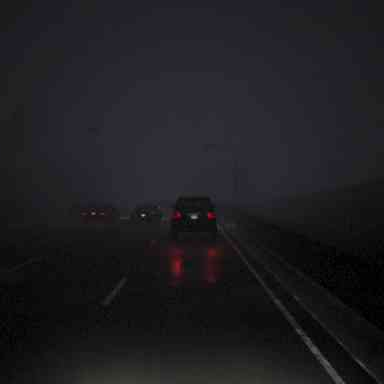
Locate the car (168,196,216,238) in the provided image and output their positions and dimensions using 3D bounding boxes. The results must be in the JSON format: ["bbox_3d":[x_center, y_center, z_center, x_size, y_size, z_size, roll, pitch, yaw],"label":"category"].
[{"bbox_3d":[0.096,1.242,17.819,2.150,2.045,5.566,0,0,0],"label":"car"}]

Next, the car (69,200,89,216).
[{"bbox_3d":[-10.403,1.516,32.667,1.882,1.535,5.008,0,0,0],"label":"car"}]

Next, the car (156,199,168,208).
[{"bbox_3d":[-3.404,1.654,45.848,1.895,1.301,4.718,0,0,0],"label":"car"}]

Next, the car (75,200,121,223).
[{"bbox_3d":[-6.901,1.578,25.747,2.033,1.411,5.357,0,0,0],"label":"car"}]

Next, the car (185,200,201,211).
[{"bbox_3d":[0.098,1.649,41.810,1.895,1.301,4.718,0,0,0],"label":"car"}]

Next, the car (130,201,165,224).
[{"bbox_3d":[-3.401,1.593,25.245,1.994,1.385,4.181,0,0,0],"label":"car"}]

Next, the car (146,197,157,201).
[{"bbox_3d":[-6.903,1.632,58.767,1.994,1.385,4.181,0,0,0],"label":"car"}]
